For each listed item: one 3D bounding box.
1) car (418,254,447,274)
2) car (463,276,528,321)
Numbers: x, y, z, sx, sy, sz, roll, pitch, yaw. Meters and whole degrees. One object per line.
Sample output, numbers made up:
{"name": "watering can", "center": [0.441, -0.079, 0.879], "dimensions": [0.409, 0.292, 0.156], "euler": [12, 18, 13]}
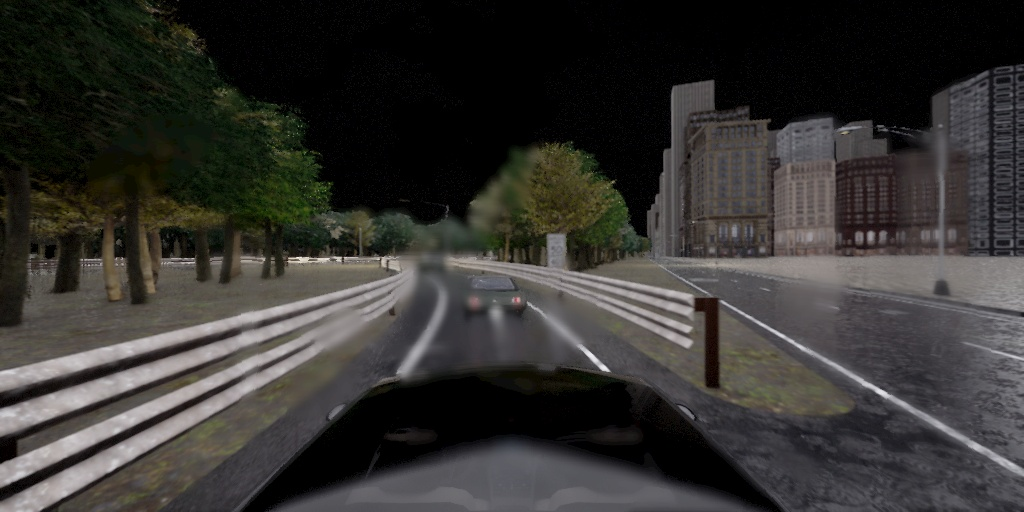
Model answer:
{"name": "car", "center": [-8.729, 0.815, 39.030], "dimensions": [2.150, 2.045, 5.566], "euler": [0, 1, -26]}
{"name": "car", "center": [-0.758, 1.333, 12.515], "dimensions": [1.895, 1.301, 4.718], "euler": [0, 0, -8]}
